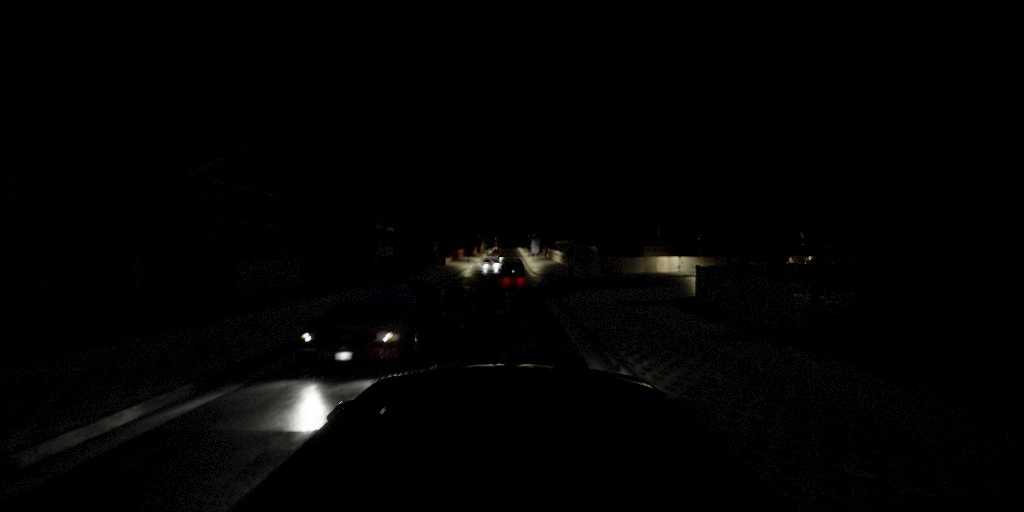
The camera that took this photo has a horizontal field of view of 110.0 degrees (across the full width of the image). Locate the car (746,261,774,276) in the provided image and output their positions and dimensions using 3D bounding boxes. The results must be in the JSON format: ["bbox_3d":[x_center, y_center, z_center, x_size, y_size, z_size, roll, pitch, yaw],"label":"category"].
[{"bbox_3d":[24.683,1.168,35.798,5.357,1.411,2.033,0,1,-33],"label":"car"}]

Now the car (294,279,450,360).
[{"bbox_3d":[-2.780,1.271,8.624,2.033,1.411,5.357,0,0,1],"label":"car"}]

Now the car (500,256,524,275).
[{"bbox_3d":[0.096,0.901,31.803,1.895,1.301,4.718,0,2,0],"label":"car"}]

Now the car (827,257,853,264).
[{"bbox_3d":[40.030,1.175,43.188,4.892,1.490,1.837,0,0,-38],"label":"car"}]

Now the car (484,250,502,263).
[{"bbox_3d":[-2.825,0.213,49.501,1.895,1.301,4.718,0,2,0],"label":"car"}]

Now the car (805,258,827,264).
[{"bbox_3d":[39.720,0.999,46.463,4.553,1.767,2.097,0,1,-37],"label":"car"}]
